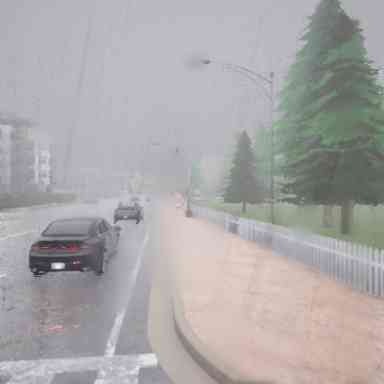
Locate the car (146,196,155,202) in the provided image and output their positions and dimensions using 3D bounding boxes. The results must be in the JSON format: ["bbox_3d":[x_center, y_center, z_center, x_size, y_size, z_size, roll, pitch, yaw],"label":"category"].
[{"bbox_3d":[-9.412,1.608,75.713,1.994,1.385,4.181,0,0,-5],"label":"car"}]

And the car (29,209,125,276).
[{"bbox_3d":[-3.423,1.522,10.441,1.837,1.490,4.892,0,0,-5],"label":"car"}]

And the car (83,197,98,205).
[{"bbox_3d":[-18.659,1.642,61.302,2.033,1.411,5.357,0,0,-5],"label":"car"}]

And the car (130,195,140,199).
[{"bbox_3d":[-12.898,1.564,75.396,1.837,1.490,4.892,0,0,-5],"label":"car"}]

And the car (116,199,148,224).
[{"bbox_3d":[-4.782,1.523,25.342,2.128,1.511,4.902,0,0,-5],"label":"car"}]
